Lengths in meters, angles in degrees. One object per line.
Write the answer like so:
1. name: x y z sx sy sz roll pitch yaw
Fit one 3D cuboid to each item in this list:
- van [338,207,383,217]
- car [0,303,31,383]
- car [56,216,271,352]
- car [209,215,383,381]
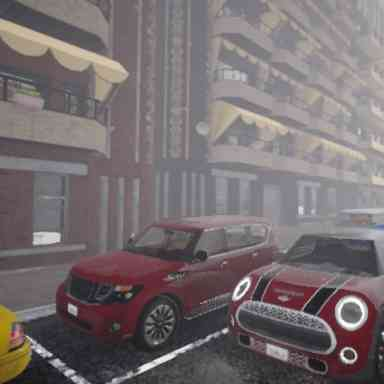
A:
1. van: 7.674 1.645 14.712 1.690 1.788 3.998 1 0 44
2. car: -3.994 1.607 2.679 1.752 1.417 4.829 1 0 44
3. car: -0.022 1.470 6.773 2.192 1.841 5.009 1 0 44
4. car: 2.634 1.476 5.876 2.097 1.767 4.553 -1 -2 44
